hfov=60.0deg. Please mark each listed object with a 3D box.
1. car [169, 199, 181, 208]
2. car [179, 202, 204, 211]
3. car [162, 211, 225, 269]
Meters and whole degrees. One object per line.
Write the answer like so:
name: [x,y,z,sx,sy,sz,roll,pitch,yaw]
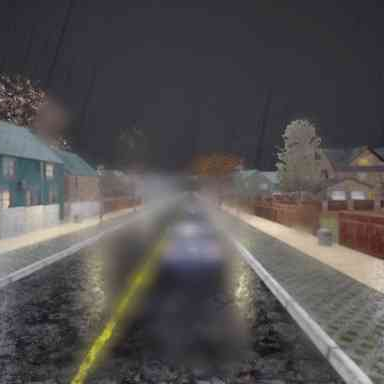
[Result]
car: [-2.699,1.879,54.211,2.033,1.411,5.357,0,0,1]
car: [0.125,1.748,30.504,1.994,1.385,4.181,0,0,0]
car: [0.064,1.615,11.317,2.033,1.411,5.357,0,0,1]
